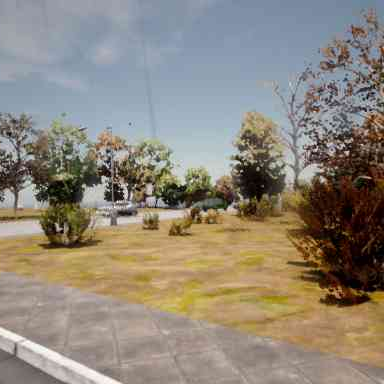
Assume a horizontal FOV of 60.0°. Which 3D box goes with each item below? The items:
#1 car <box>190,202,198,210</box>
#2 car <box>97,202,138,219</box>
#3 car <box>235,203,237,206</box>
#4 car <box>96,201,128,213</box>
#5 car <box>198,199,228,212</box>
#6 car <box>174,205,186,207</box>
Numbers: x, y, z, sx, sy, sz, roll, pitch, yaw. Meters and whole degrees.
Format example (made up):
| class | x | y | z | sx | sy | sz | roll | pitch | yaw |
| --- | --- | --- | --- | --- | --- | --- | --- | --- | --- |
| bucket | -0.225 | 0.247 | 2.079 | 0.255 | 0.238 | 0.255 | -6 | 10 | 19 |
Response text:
| class | x | y | z | sx | sy | sz | roll | pitch | yaw |
| --- | --- | --- | --- | --- | --- | --- | --- | --- | --- |
| car | 1.491 | 2.450 | 56.714 | 2.097 | 1.767 | 4.553 | -3 | -2 | 32 |
| car | -8.663 | 2.419 | 40.613 | 2.128 | 1.511 | 4.902 | -3 | -2 | 32 |
| car | 9.365 | 2.575 | 62.406 | 1.895 | 1.301 | 4.718 | -3 | -2 | 33 |
| car | -10.328 | 2.323 | 44.568 | 2.150 | 2.045 | 5.566 | -3 | -2 | 32 |
| car | 3.714 | 2.100 | 53.502 | 2.150 | 2.045 | 5.566 | -3 | -2 | 32 |
| car | -1.496 | 2.487 | 58.542 | 1.994 | 1.385 | 4.181 | -3 | -2 | 32 |
